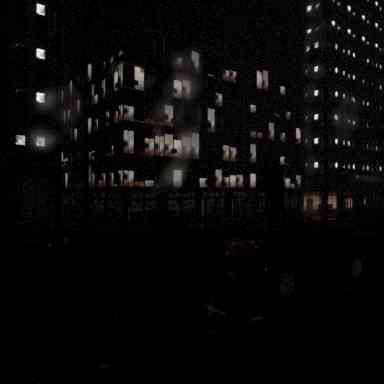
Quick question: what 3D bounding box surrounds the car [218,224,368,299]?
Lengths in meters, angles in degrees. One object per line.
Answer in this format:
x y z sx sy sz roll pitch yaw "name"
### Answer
2.688 1.554 8.465 4.507 1.381 1.887 0 0 -35 "car"
